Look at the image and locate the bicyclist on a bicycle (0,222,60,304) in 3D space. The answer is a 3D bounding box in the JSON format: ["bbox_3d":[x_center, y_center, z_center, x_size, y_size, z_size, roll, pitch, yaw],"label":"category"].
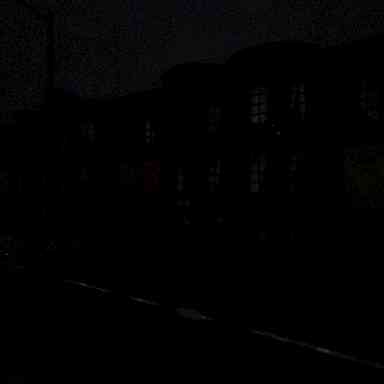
[{"bbox_3d":[-3.559,1.440,7.039,0.582,1.620,1.656,0,1,37],"label":"bicyclist on a bicycle"}]
